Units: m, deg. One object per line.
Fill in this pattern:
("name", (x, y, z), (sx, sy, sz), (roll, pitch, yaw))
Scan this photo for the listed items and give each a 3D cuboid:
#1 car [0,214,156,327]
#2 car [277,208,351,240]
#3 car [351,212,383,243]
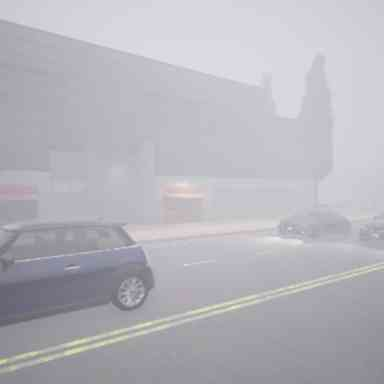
("car", (-3.029, 1.347, 6.129), (4.553, 1.767, 2.097), (0, 0, -35))
("car", (6.301, 1.552, 17.049), (4.181, 1.385, 1.994), (0, 0, -35))
("car", (9.431, 1.516, 14.971), (4.674, 1.442, 1.812), (0, 0, -35))
